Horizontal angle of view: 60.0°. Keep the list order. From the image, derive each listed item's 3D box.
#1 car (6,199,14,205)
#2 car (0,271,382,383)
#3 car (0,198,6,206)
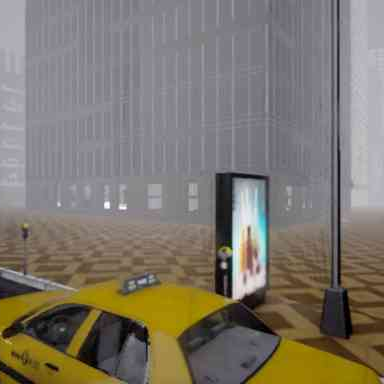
[{"bbox_3d":[-31.948,1.495,54.621,1.752,1.417,4.829,-1,-2,35],"label":"car"},{"bbox_3d":[-0.738,1.503,3.412,4.829,1.417,1.752,1,0,36],"label":"car"},{"bbox_3d":[-28.290,1.318,45.364,1.967,1.590,4.097,-1,-2,35],"label":"car"}]
